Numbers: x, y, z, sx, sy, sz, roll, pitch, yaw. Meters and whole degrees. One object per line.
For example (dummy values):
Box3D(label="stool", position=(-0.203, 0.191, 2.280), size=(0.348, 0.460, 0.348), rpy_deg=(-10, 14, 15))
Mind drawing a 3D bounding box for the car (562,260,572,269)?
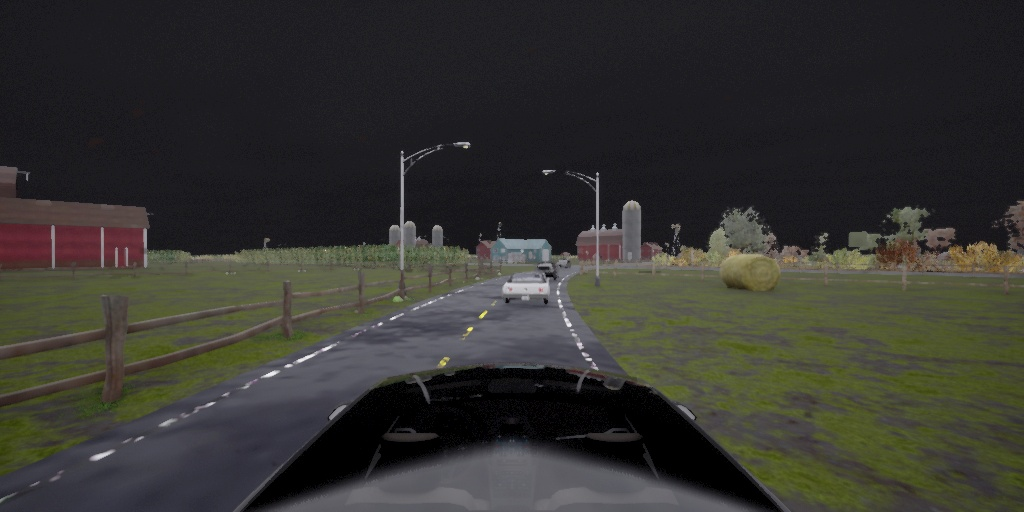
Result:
Box3D(label="car", position=(8.317, 1.339, 57.585), size=(1.837, 1.490, 4.892), rpy_deg=(0, 0, 22))

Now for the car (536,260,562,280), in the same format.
Box3D(label="car", position=(3.030, 1.271, 30.976), size=(1.837, 1.490, 4.892), rpy_deg=(0, 0, 12))

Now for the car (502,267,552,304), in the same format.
Box3D(label="car", position=(0.761, 1.366, 16.327), size=(1.895, 1.301, 4.718), rpy_deg=(0, 0, 6))
